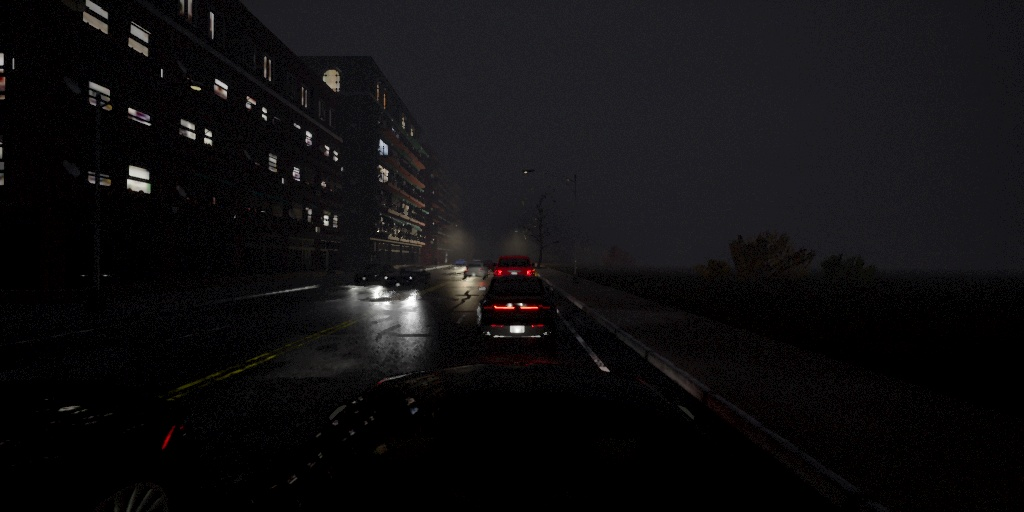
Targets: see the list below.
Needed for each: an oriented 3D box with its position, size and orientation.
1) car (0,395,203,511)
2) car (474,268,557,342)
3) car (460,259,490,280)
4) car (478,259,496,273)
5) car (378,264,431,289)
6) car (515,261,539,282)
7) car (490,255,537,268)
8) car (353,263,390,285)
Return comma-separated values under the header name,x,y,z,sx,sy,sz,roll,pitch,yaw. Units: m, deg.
name,x,y,z,sx,sy,sz,roll,pitch,yaw
car,-3.150,1.240,0.574,2.128,1.511,4.902,0,0,0
car,0.109,1.256,9.784,1.837,1.490,4.892,0,0,0
car,-3.123,1.280,31.514,1.812,1.442,4.674,0,0,0
car,-3.110,1.231,45.811,1.882,1.535,5.008,0,0,0
car,-6.580,1.354,22.922,1.895,1.301,4.718,0,0,0
car,1.164,1.209,30.538,1.801,1.575,5.366,0,0,0
car,0.117,0.975,20.131,2.150,2.045,5.566,0,0,0
car,-9.828,1.258,26.216,1.837,1.490,4.892,0,0,0
